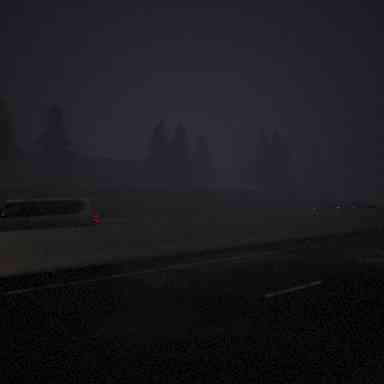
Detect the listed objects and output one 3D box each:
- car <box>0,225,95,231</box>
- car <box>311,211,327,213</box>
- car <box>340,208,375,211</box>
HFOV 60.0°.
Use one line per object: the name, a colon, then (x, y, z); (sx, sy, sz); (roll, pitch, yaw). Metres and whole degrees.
car: (-6.243, 1.222, 12.436); (5.566, 2.045, 2.150); (0, 0, -35)
car: (14.650, 1.493, 36.483); (4.902, 1.511, 2.128); (0, 0, -41)
car: (16.371, 1.601, 33.262); (4.718, 1.301, 1.895); (0, 0, -40)
